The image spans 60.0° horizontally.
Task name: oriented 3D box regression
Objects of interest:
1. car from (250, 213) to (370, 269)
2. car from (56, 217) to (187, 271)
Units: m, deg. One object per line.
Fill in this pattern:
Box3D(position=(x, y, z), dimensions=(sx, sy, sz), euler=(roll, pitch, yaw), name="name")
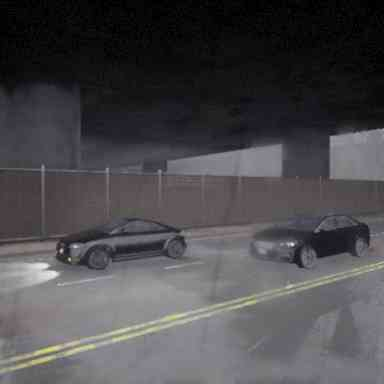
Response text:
Box3D(position=(4.055, 1.467, 11.149), dimensions=(4.902, 1.511, 2.128), euler=(0, 0, -35), name="car")
Box3D(position=(-2.221, 1.553, 10.990), dimensions=(4.181, 1.385, 1.994), euler=(0, 0, -35), name="car")
